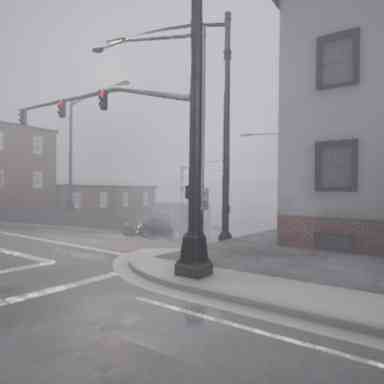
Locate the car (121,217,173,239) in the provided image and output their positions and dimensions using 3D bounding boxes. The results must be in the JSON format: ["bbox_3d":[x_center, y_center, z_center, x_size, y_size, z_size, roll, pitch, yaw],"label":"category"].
[{"bbox_3d":[-3.552,2.834,27.265,2.097,1.767,4.553,1,-8,36],"label":"car"}]
